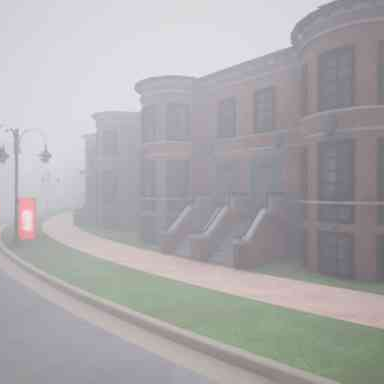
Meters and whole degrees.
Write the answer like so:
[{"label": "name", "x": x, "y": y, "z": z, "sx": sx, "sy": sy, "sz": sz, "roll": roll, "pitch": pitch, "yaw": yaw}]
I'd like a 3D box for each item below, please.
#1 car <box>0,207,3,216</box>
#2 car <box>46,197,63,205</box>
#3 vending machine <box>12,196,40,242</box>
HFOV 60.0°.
[{"label": "car", "x": -19.273, "y": 1.705, "z": 30.994, "sx": 1.895, "sy": 1.301, "sz": 4.718, "roll": 0, "pitch": 0, "yaw": -15}, {"label": "car", "x": -27.383, "y": 1.713, "z": 66.326, "sx": 2.128, "sy": 1.511, "sz": 4.902, "roll": 0, "pitch": 0, "yaw": 0}, {"label": "vending machine", "x": -7.917, "y": 1.260, "z": 15.867, "sx": 1.100, "sy": 2.100, "sz": 0.880, "roll": 1, "pitch": 0, "yaw": -32}]
